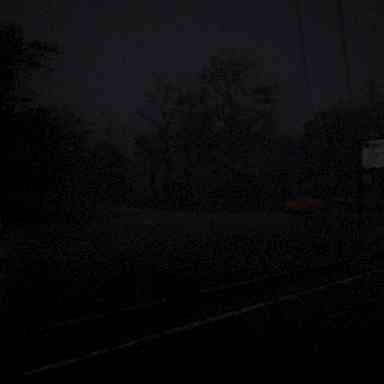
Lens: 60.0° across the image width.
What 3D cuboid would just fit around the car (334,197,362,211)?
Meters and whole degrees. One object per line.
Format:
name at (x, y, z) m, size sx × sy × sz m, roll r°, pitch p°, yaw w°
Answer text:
car at (16.174, 1.310, 38.039) m, size 2.097 × 1.535 × 5.008 m, roll 0°, pitch 0°, yaw -35°

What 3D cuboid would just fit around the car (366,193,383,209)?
car at (22.999, 1.200, 42.859) m, size 2.185 × 1.767 × 4.553 m, roll 0°, pitch 0°, yaw -36°

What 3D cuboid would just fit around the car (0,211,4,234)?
car at (-11.562, 1.489, 18.282) m, size 2.002 × 1.452 × 4.674 m, roll 0°, pitch 0°, yaw -35°

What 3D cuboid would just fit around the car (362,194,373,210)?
car at (18.445, 1.353, 39.654) m, size 2.002 × 1.452 × 4.674 m, roll 0°, pitch 0°, yaw -35°

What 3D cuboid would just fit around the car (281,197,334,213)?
car at (11.644, 1.317, 34.800) m, size 2.097 × 1.535 × 5.008 m, roll 0°, pitch 0°, yaw -35°
